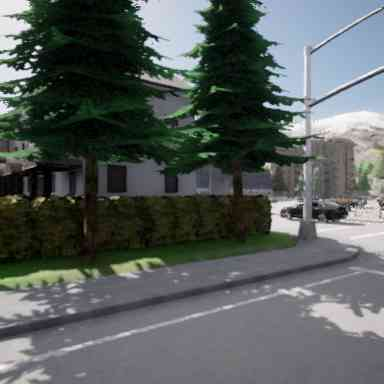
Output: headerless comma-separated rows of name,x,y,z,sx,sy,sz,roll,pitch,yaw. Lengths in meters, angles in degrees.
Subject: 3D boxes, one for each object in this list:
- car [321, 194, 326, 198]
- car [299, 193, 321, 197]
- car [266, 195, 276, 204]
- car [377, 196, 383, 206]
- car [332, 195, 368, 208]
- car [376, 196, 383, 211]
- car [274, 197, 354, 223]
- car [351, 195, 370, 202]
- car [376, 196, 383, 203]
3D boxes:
car,25.882,1.272,70.361,1.932,1.855,4.605,0,0,-36
car,23.769,1.243,68.325,1.905,1.878,3.866,0,0,-36
car,13.401,1.284,60.827,2.152,1.636,5.027,0,0,-36
car,31.555,1.455,51.624,2.007,1.523,4.514,0,0,-36
car,21.044,1.219,44.902,1.932,1.855,4.605,0,0,-36
car,22.991,1.189,36.600,1.905,1.878,3.866,0,0,-36
car,8.673,1.359,24.053,1.837,1.490,4.892,0,0,-38
car,41.021,1.600,81.139,1.845,1.501,3.633,0,0,-36
car,42.954,1.603,73.379,1.970,1.475,3.806,0,0,-36
